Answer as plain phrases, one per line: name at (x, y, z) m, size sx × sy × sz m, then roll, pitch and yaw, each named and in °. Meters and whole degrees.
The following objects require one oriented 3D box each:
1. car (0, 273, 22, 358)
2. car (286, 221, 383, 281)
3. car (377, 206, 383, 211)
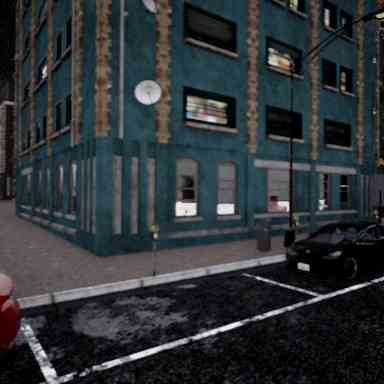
car at (-4.319, 1.544, 3.470) m, size 4.507 × 1.381 × 1.887 m, roll 0°, pitch 0°, yaw -35°
car at (4.674, 1.570, 9.885) m, size 4.313 × 1.339 × 1.947 m, roll 0°, pitch 0°, yaw -36°
car at (18.851, 1.371, 36.089) m, size 1.947 × 1.339 × 4.313 m, roll 2°, pitch 0°, yaw -36°
